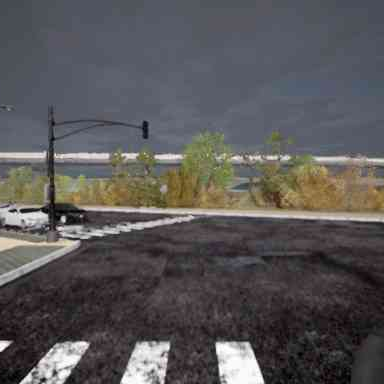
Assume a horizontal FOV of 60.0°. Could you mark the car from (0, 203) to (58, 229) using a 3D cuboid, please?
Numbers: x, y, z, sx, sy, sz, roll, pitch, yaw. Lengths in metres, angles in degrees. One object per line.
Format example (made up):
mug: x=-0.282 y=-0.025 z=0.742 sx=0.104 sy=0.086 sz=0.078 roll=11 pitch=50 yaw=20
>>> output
car: x=-11.875 y=1.746 z=23.683 sx=4.674 sy=1.442 sz=1.812 roll=0 pitch=2 yaw=38

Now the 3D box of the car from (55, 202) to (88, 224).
car: x=-10.390 y=1.591 z=26.625 sx=5.008 sy=1.535 sz=1.882 roll=0 pitch=2 yaw=36

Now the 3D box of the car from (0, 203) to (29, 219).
car: x=-17.935 y=1.778 z=32.114 sx=4.718 sy=1.301 sz=1.895 roll=0 pitch=2 yaw=36

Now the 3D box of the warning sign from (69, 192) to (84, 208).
warning sign: x=-14.253 y=0.988 z=41.116 sx=1.060 sy=1.860 sz=1.300 roll=2 pitch=1 yaw=36
